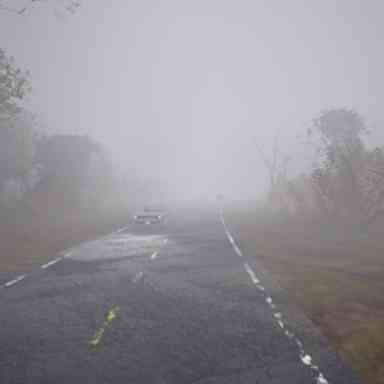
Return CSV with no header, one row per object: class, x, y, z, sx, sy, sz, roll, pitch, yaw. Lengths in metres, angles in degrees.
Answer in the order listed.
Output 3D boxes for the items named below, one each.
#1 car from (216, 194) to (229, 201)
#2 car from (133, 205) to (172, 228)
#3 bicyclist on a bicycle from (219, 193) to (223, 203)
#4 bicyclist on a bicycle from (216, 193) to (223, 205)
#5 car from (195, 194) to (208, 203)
car,6.419,1.278,72.861,1.994,1.385,4.181,0,0,10
car,-2.481,1.510,21.609,1.895,1.301,4.718,0,0,3
bicyclist on a bicycle,5.367,1.138,60.944,0.659,1.776,1.843,0,0,8
bicyclist on a bicycle,4.062,1.172,51.280,0.659,1.776,1.843,0,0,7
car,1.865,1.107,63.677,2.097,1.767,4.553,0,0,9
